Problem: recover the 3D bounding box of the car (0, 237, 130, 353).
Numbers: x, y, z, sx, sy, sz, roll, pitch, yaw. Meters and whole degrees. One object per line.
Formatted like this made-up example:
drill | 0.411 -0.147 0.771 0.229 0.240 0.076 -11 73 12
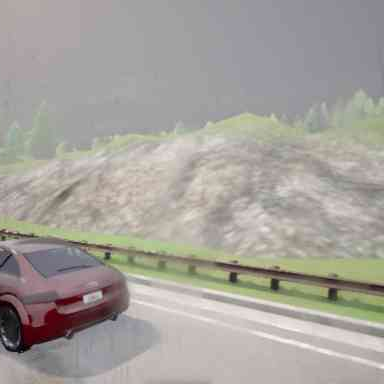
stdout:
car | -3.136 1.554 6.184 4.181 1.385 1.994 0 0 35
